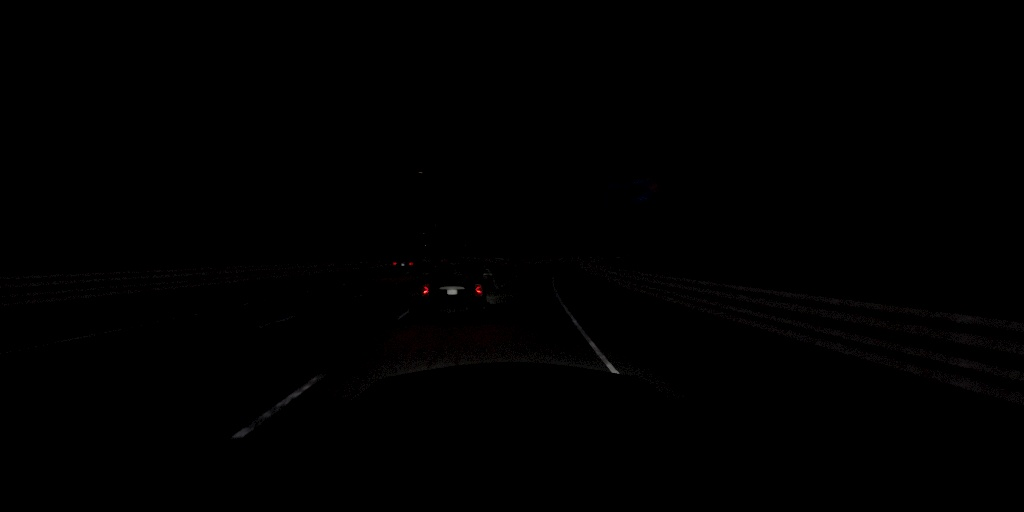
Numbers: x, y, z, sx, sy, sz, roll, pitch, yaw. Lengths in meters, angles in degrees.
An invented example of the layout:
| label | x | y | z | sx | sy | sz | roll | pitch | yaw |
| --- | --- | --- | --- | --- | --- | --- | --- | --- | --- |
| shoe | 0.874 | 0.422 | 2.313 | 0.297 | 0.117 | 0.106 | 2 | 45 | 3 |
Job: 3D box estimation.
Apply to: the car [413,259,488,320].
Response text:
| label | x | y | z | sx | sy | sz | roll | pitch | yaw |
| --- | --- | --- | --- | --- | --- | --- | --- | --- | --- |
| car | -1.946 | 1.094 | 12.794 | 2.097 | 1.767 | 4.553 | 0 | 0 | -4 |

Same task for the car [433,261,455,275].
| label | x | y | z | sx | sy | sz | roll | pitch | yaw |
| --- | --- | --- | --- | --- | --- | --- | --- | --- | --- |
| car | -7.520 | 1.309 | 40.091 | 1.994 | 1.385 | 4.181 | 0 | 0 | -5 |

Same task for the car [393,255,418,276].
| label | x | y | z | sx | sy | sz | roll | pitch | yaw |
| --- | --- | --- | --- | --- | --- | --- | --- | --- | --- |
| car | -10.763 | 0.951 | 37.199 | 2.150 | 2.045 | 5.566 | 0 | 0 | -5 |
